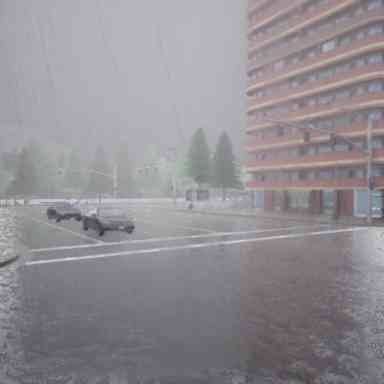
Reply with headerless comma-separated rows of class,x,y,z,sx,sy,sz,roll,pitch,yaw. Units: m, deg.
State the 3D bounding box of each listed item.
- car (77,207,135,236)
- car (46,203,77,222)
car,-4.886,1.578,19.039,1.812,1.442,4.674,1,0,-34
car,-10.386,1.600,26.963,2.033,1.411,5.357,1,0,-35
